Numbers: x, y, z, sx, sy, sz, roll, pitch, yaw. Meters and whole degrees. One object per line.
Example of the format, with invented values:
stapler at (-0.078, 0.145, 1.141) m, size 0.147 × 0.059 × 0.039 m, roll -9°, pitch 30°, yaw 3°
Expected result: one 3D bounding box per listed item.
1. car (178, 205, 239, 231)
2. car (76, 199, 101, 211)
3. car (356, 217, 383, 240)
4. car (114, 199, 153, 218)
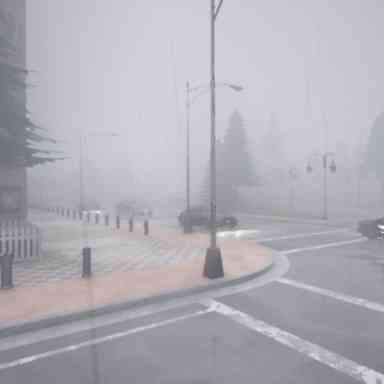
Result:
car at (0.886, 1.476, 20.221) m, size 1.994 × 1.385 × 4.181 m, roll 0°, pitch 0°, yaw -35°
car at (-12.180, 1.475, 38.983) m, size 1.994 × 1.385 × 4.181 m, roll 0°, pitch 0°, yaw -34°
car at (9.146, 1.452, 13.548) m, size 2.033 × 1.411 × 5.357 m, roll 0°, pitch 0°, yaw -10°
car at (-5.092, 1.403, 28.788) m, size 2.128 × 1.511 × 4.902 m, roll 0°, pitch 0°, yaw -35°
